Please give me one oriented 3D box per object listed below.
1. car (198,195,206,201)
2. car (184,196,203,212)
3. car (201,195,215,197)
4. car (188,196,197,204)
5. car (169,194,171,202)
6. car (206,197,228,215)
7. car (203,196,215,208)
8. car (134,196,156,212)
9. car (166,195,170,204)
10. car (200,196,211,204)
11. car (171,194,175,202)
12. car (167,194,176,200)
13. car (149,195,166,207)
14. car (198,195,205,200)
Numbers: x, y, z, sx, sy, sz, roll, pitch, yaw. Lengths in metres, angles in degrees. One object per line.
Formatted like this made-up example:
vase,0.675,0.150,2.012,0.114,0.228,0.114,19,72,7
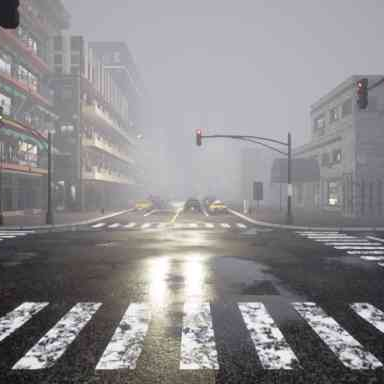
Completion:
car,2.661,1.628,89.356,1.752,1.417,4.829,0,0,0
car,0.079,1.527,39.373,1.837,1.490,4.892,0,0,0
car,2.676,1.349,50.411,2.192,1.841,5.009,0,0,0
car,0.077,1.581,65.298,1.812,1.442,4.674,0,0,0
car,-5.711,1.584,66.855,1.752,1.417,4.829,0,0,0
car,2.681,1.543,33.964,1.752,1.417,4.829,0,0,0
car,2.677,1.610,44.872,1.802,1.307,4.206,0,0,0
car,-5.702,1.547,39.159,1.752,1.417,4.829,0,0,0
car,-5.710,1.601,61.486,2.008,1.369,4.403,0,0,0
car,2.669,1.610,67.029,2.008,1.369,4.403,0,0,0
car,-5.716,1.624,78.104,1.887,1.381,4.507,0,0,0
car,-5.721,1.430,94.722,2.192,1.841,5.009,0,0,0
car,-5.705,1.349,50.408,2.192,1.841,5.009,0,0,0
car,2.659,1.666,94.725,2.008,1.369,4.403,0,0,0
